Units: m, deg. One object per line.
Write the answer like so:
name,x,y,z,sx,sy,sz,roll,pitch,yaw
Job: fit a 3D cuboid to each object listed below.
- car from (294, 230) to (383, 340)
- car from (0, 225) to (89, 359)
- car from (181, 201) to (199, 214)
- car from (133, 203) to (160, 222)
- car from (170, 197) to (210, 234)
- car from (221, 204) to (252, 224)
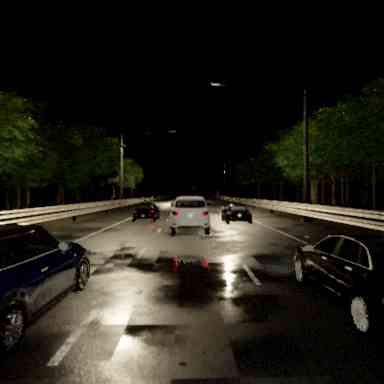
car,3.499,1.522,6.557,1.837,1.490,4.892,0,0,0
car,-3.498,1.379,6.174,2.097,1.767,4.553,0,0,0
car,-0.239,1.710,38.279,1.895,1.301,4.718,0,0,0
car,-3.655,1.611,27.070,1.812,1.442,4.674,0,0,0
car,-0.102,1.282,19.798,2.150,2.045,5.566,0,0,0
car,3.357,1.634,25.604,1.994,1.385,4.181,0,0,0
